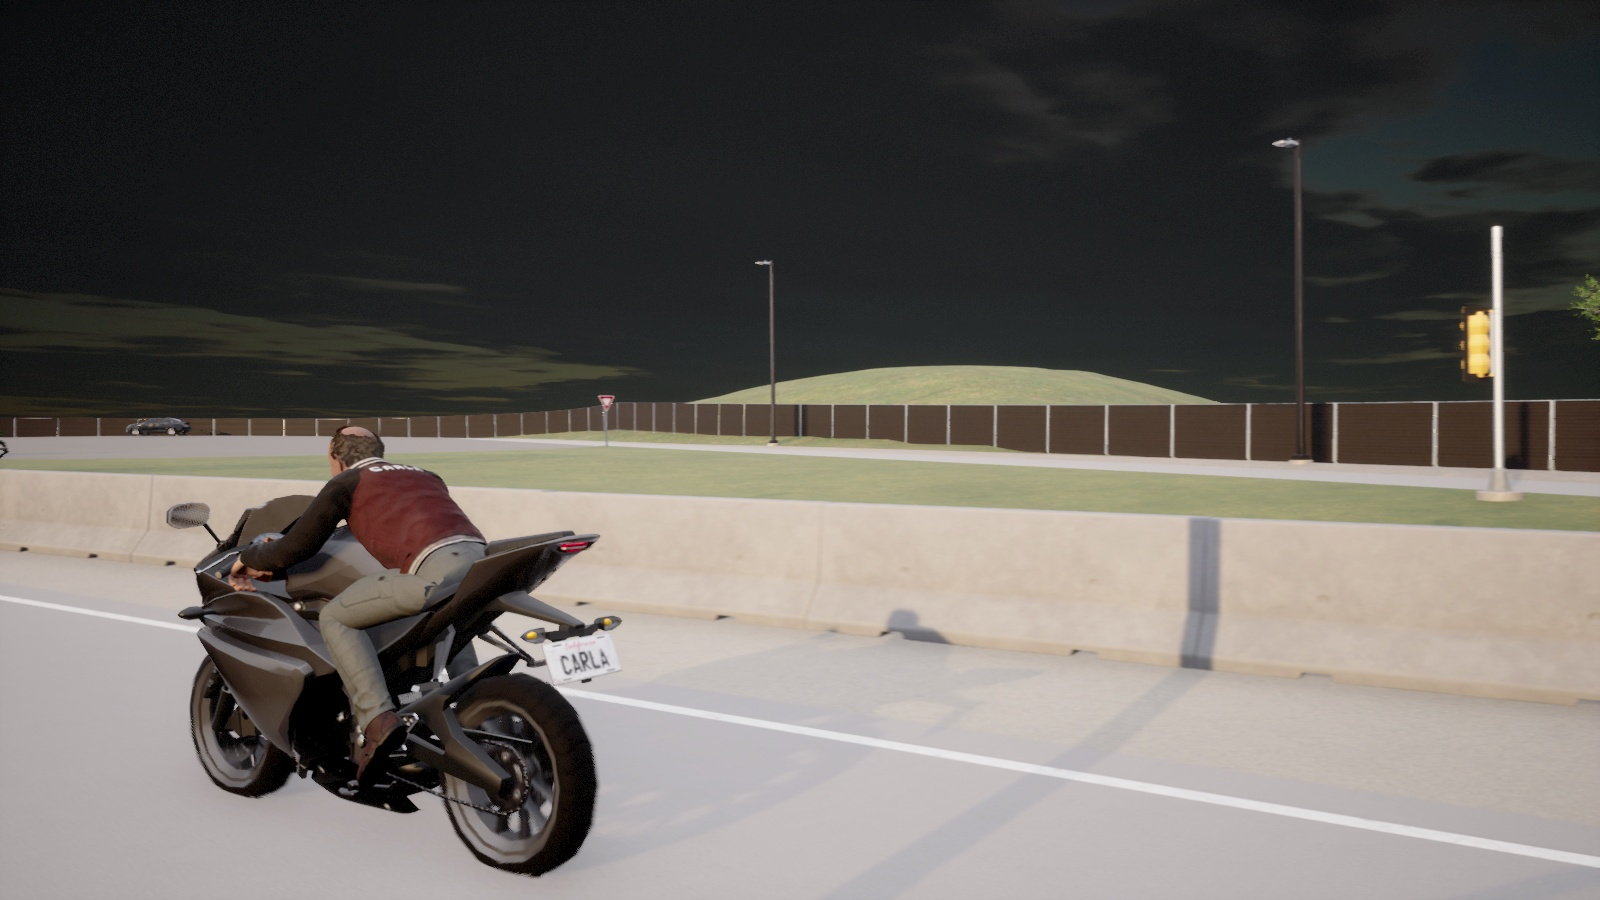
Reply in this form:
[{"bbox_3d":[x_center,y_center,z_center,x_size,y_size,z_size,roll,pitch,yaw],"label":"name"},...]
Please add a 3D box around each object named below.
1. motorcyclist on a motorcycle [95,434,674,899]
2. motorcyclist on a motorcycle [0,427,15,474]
[{"bbox_3d":[-1.608,0.718,4.693,2.191,1.530,0.866,0,1,34],"label":"motorcyclist on a motorcycle"},{"bbox_3d":[-26.739,0.027,40.715,2.044,1.523,0.797,-2,0,-44],"label":"motorcyclist on a motorcycle"}]
